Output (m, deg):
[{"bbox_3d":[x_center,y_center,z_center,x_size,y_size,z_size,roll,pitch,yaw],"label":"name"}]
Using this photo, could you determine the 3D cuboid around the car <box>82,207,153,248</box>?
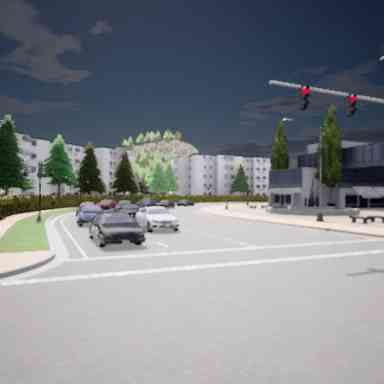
[{"bbox_3d":[-3.737,1.646,15.829,2.033,1.411,5.357,0,0,-24],"label":"car"}]

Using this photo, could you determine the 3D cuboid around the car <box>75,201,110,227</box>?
[{"bbox_3d":[-7.448,1.670,24.517,1.812,1.442,4.674,0,0,-22],"label":"car"}]

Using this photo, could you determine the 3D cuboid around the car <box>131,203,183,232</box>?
[{"bbox_3d":[-2.316,1.672,21.238,1.812,1.442,4.674,0,0,-23],"label":"car"}]

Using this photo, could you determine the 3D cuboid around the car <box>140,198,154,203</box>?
[{"bbox_3d":[-7.344,1.731,54.542,2.097,1.767,4.553,0,0,12],"label":"car"}]

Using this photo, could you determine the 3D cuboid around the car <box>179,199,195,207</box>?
[{"bbox_3d":[-1.102,2.020,62.271,1.994,1.385,4.181,0,0,27],"label":"car"}]

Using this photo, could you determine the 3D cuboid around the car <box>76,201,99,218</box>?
[{"bbox_3d":[-10.571,1.724,33.994,1.812,1.442,4.674,0,0,-12],"label":"car"}]

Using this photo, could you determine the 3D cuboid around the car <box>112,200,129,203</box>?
[{"bbox_3d":[-7.907,1.756,39.293,1.837,1.490,4.892,0,0,-6],"label":"car"}]

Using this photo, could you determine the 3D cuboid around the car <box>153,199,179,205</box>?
[{"bbox_3d":[-3.981,1.915,52.236,2.033,1.411,5.357,0,0,10],"label":"car"}]

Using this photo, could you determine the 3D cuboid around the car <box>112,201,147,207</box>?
[{"bbox_3d":[-5.557,1.754,29.372,1.994,1.385,4.181,0,0,-19],"label":"car"}]

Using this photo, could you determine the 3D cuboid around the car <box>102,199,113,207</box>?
[{"bbox_3d":[-11.738,1.760,46.136,1.882,1.535,5.008,0,0,2],"label":"car"}]
